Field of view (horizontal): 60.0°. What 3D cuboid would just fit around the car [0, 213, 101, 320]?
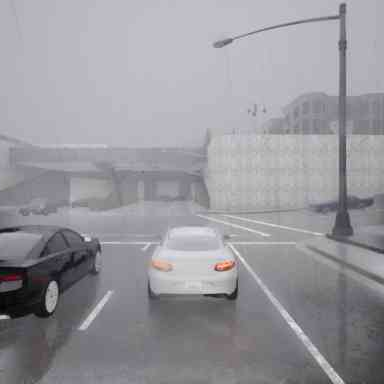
[{"bbox_3d":[-3.480,1.478,7.467,1.882,1.535,5.008,0,0,0],"label":"car"}]

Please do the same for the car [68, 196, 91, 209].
[{"bbox_3d":[-15.295,1.564,46.409,1.994,1.385,4.181,0,0,-2],"label":"car"}]

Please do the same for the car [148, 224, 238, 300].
[{"bbox_3d":[0.013,1.526,8.268,1.812,1.442,4.674,0,0,0],"label":"car"}]

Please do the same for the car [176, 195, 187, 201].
[{"bbox_3d":[-2.916,1.552,83.875,1.994,1.385,4.181,0,0,27],"label":"car"}]

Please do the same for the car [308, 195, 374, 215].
[{"bbox_3d":[12.034,1.012,27.133,4.718,1.301,1.895,-6,0,-1],"label":"car"}]

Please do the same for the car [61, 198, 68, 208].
[{"bbox_3d":[-18.819,1.547,46.977,2.033,1.411,5.357,0,0,-2],"label":"car"}]

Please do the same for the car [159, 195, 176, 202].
[{"bbox_3d":[-5.394,1.553,74.350,1.994,1.385,4.181,0,0,5],"label":"car"}]

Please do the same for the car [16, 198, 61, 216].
[{"bbox_3d":[-14.429,1.351,31.590,2.097,1.767,4.553,0,0,-6],"label":"car"}]

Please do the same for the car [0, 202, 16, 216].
[{"bbox_3d":[-18.022,1.601,32.196,1.895,1.301,4.718,0,0,-6],"label":"car"}]

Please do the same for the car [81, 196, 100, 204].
[{"bbox_3d":[-19.300,1.547,63.264,2.033,1.411,5.357,0,0,-1],"label":"car"}]
